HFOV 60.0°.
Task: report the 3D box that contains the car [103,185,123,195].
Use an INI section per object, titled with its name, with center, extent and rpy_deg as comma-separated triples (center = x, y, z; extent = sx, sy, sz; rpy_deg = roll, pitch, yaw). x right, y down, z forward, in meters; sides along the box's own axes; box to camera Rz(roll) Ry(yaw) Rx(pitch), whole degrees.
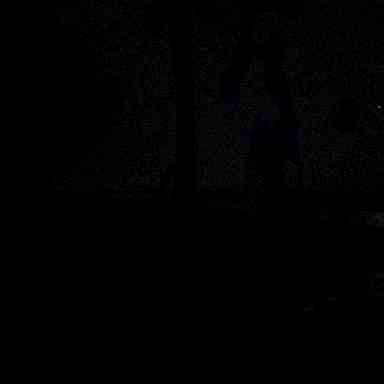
[car]
center = -12.842, -0.332, 54.044
extent = 1.882, 1.535, 5.008
rpy_deg = -3, 4, -36
